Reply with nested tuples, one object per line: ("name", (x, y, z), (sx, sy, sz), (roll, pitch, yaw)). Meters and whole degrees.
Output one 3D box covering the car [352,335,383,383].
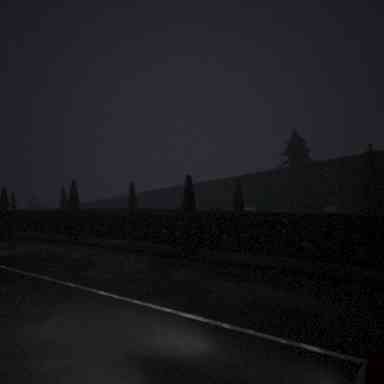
("car", (3.354, 1.596, 1.599), (4.718, 1.301, 1.895), (0, 0, 36))
